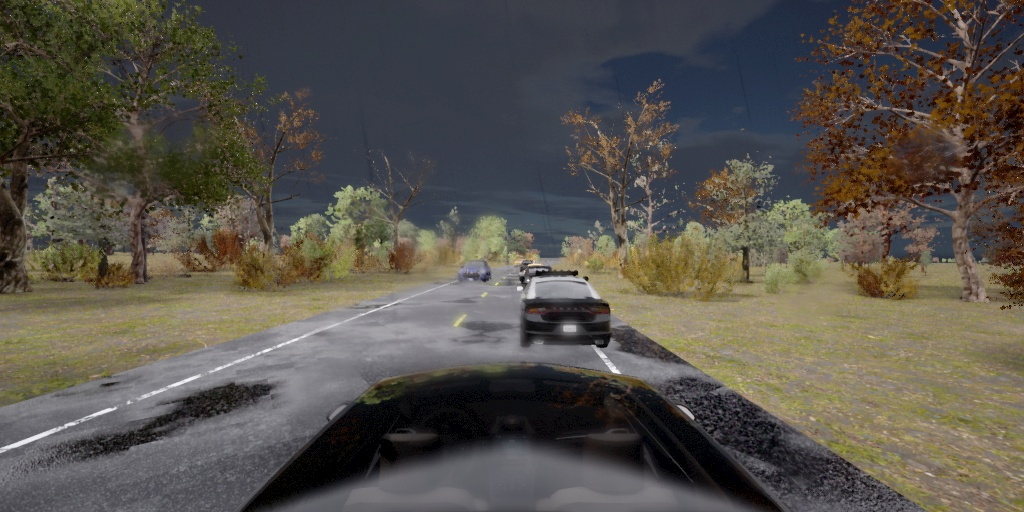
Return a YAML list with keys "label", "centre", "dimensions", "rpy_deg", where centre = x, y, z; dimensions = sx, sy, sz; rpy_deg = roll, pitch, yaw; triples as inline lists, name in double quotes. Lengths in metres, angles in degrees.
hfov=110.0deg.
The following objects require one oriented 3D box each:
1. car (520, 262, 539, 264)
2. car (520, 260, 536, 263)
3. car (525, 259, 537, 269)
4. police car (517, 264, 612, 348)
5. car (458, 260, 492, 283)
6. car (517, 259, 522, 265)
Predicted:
- label: "car"
  centre: [1.431, 1.263, 19.246]
  dimensions: [1.837, 1.490, 4.892]
  rpy_deg: [0, 0, 2]
- label: "car"
  centre: [1.686, 1.219, 25.404]
  dimensions: [1.801, 1.575, 5.366]
  rpy_deg: [0, 0, 3]
- label: "car"
  centre: [3.235, 1.366, 60.755]
  dimensions: [1.882, 1.535, 5.008]
  rpy_deg: [0, 0, 6]
- label: "police car"
  centre: [1.152, 1.177, 9.404]
  dimensions: [1.930, 1.638, 5.238]
  rpy_deg: [0, 0, 1]
- label: "car"
  centre: [-2.815, 1.119, 28.004]
  dimensions: [2.097, 1.767, 4.553]
  rpy_deg: [0, 0, 3]
- label: "car"
  centre: [2.109, 1.332, 47.897]
  dimensions: [1.837, 1.490, 4.892]
  rpy_deg: [0, 0, 6]
